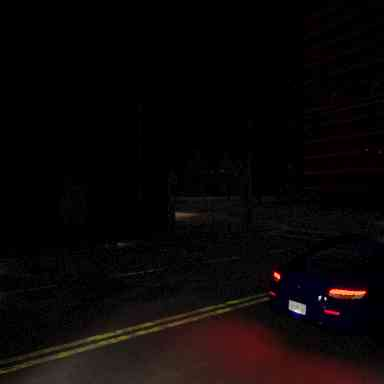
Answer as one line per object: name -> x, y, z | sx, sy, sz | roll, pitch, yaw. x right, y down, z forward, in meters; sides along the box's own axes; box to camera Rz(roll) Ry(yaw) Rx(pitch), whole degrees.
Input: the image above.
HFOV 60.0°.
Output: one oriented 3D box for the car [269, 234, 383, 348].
car -> 3.421, 1.526, 6.208 | 4.674, 1.442, 1.812 | 0, 0, -35
